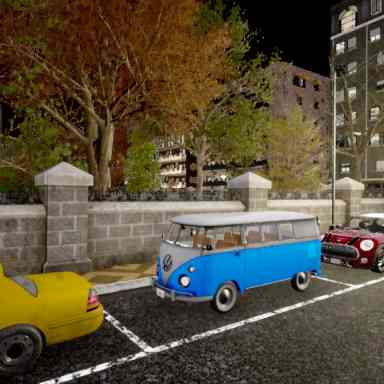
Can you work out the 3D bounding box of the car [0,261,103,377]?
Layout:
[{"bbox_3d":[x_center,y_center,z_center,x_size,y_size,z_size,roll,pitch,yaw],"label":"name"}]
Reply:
[{"bbox_3d":[-3.581,1.525,3.995,4.829,1.417,1.752,0,1,-35],"label":"car"}]

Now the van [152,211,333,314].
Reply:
[{"bbox_3d":[1.132,1.342,7.347,3.998,1.788,1.690,0,1,-35],"label":"van"}]

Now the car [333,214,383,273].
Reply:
[{"bbox_3d":[5.705,1.442,10.604,4.097,1.590,1.967,0,1,-35],"label":"car"}]
